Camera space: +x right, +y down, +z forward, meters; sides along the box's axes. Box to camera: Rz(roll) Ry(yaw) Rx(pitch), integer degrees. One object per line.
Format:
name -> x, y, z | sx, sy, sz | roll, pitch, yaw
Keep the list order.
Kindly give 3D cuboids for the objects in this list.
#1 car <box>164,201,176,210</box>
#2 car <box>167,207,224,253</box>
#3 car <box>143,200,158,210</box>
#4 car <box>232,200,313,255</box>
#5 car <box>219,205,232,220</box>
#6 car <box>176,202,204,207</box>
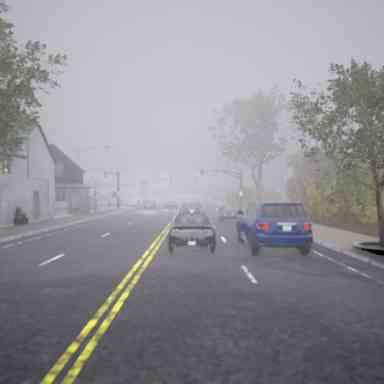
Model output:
car -> -3.281, 2.045, 52.428 | 1.994, 1.385, 4.181 | 0, -1, 0
car -> -0.003, 1.630, 14.275 | 2.128, 1.511, 4.902 | 0, 0, 0
car -> -6.531, 1.973, 52.431 | 2.128, 1.511, 4.902 | 0, -1, 0
car -> 3.244, 1.351, 14.007 | 2.150, 2.045, 5.566 | 0, 0, 0
car -> 3.236, 1.822, 28.973 | 2.033, 1.411, 5.357 | 0, 0, 0
car -> -0.012, 1.625, 29.053 | 2.097, 1.767, 4.553 | 0, -1, 0
